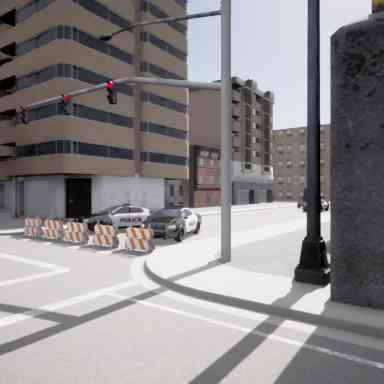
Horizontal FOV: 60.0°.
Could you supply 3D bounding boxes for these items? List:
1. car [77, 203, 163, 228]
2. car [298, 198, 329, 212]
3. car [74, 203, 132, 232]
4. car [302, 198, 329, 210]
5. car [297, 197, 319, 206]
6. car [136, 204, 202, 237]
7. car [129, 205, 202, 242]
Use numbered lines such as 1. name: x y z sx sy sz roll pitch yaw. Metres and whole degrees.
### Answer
1. car: -4.122 1.295 19.276 4.536 1.218 1.853 0 0 -29
2. car: 14.294 1.453 38.347 2.038 1.542 4.974 0 0 36
3. car: -4.167 1.453 19.250 4.974 1.542 2.038 0 0 -29
4. car: 14.324 1.295 38.389 1.853 1.218 4.536 0 0 36
5. car: 16.529 1.295 47.308 1.853 1.218 4.536 0 0 36
6. car: -0.960 1.295 16.616 1.853 1.218 4.536 0 0 16
7. car: -0.974 1.453 16.566 2.038 1.542 4.974 0 0 16
